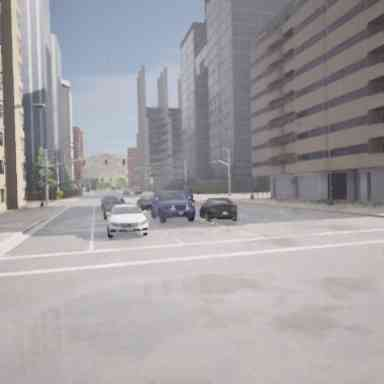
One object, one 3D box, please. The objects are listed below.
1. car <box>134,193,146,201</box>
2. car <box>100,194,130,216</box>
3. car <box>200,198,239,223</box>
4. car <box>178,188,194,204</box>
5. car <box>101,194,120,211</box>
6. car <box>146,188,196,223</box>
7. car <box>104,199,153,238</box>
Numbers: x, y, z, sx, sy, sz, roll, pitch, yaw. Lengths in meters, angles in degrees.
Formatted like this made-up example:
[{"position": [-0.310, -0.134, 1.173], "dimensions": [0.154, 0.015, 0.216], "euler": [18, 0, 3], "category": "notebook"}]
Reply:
[{"position": [-4.374, 1.115, 33.084], "dimensions": [2.033, 1.411, 5.357], "euler": [-2, 1, -16], "category": "car"}, {"position": [-5.890, 1.230, 25.691], "dimensions": [2.128, 1.511, 4.902], "euler": [-2, 1, -16], "category": "car"}, {"position": [1.733, 1.130, 22.186], "dimensions": [1.882, 1.535, 5.008], "euler": [-2, 0, -6], "category": "car"}, {"position": [-0.839, 0.550, 47.437], "dimensions": [2.150, 2.045, 5.566], "euler": [-1, 0, 0], "category": "car"}, {"position": [-8.979, 1.125, 36.506], "dimensions": [1.837, 1.490, 4.892], "euler": [-2, 2, -16], "category": "car"}, {"position": [-1.435, 0.897, 22.830], "dimensions": [2.150, 2.045, 5.566], "euler": [-2, 1, -16], "category": "car"}, {"position": [-3.369, 1.356, 16.961], "dimensions": [1.812, 1.442, 4.674], "euler": [-2, 1, -15], "category": "car"}]
